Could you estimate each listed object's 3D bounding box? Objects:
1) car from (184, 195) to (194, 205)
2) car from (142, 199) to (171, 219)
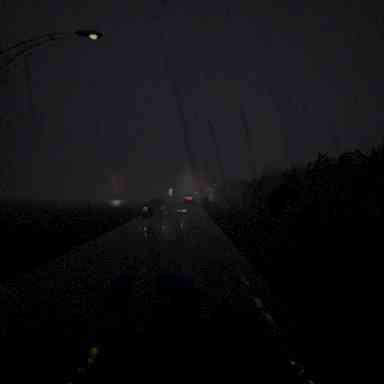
[{"bbox_3d":[-0.527,1.643,59.887,1.895,1.301,4.718,0,0,-1],"label":"car"},{"bbox_3d":[-2.990,1.371,28.752,2.097,1.767,4.553,0,0,0],"label":"car"}]
